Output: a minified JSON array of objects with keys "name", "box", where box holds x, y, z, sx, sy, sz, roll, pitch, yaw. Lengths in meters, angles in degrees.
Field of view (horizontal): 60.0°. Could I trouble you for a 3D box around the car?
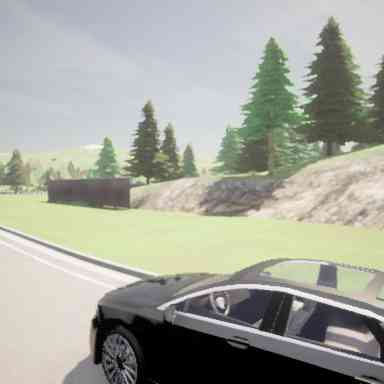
[{"name":"car","box":[0.942,1.474,3.403,4.902,1.511,2.128,1,1,37]}]
